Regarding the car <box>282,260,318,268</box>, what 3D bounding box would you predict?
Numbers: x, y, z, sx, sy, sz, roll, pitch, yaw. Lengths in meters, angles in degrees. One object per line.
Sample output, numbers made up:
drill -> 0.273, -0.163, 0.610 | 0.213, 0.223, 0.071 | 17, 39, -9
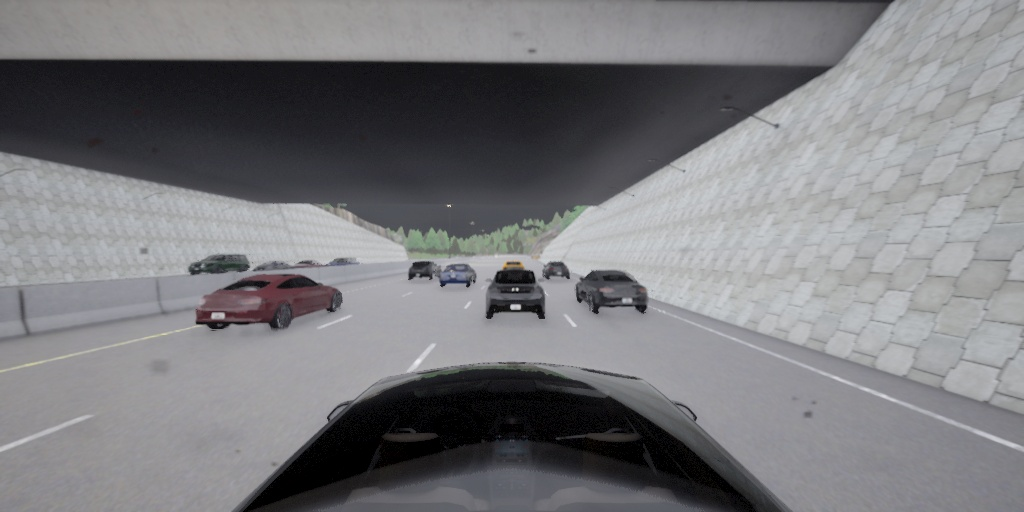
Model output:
car -> -21.070, 1.107, 36.994 | 1.812, 1.442, 4.674 | 0, 0, 0

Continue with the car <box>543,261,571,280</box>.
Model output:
car -> 3.605, 1.143, 29.609 | 1.812, 1.442, 4.674 | 0, 0, 0

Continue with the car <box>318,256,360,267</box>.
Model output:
car -> -17.570, 0.933, 37.112 | 2.097, 1.767, 4.553 | 0, 0, 0

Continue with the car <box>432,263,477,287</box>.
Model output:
car -> -3.383, 1.195, 23.159 | 2.033, 1.411, 5.357 | 0, 0, 0

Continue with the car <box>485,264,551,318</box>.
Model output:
car -> 0.109, 1.203, 12.652 | 1.837, 1.490, 4.892 | 0, 0, 0

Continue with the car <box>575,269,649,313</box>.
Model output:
car -> 3.609, 1.220, 13.525 | 1.812, 1.442, 4.674 | 0, 0, 0

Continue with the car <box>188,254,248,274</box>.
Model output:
car -> -28.074, 0.813, 34.685 | 2.150, 2.045, 5.566 | 0, 0, 0

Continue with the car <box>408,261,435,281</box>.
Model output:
car -> -6.881, 1.126, 28.692 | 1.837, 1.490, 4.892 | 0, 0, 0

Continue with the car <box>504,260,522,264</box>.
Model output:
car -> 0.120, 1.092, 30.164 | 1.882, 1.535, 5.008 | 0, 0, 0

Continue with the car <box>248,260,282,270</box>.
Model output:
car -> -24.568, 1.145, 37.118 | 1.994, 1.385, 4.181 | 0, 0, 0

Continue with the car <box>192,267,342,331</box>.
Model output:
car -> -6.906, 1.233, 10.723 | 1.812, 1.442, 4.674 | 0, 0, 0
